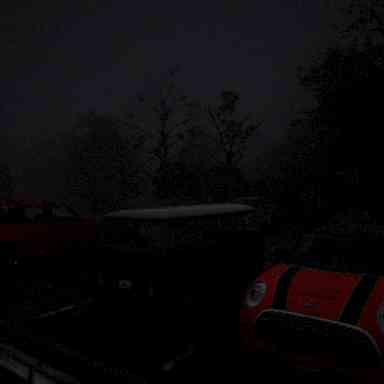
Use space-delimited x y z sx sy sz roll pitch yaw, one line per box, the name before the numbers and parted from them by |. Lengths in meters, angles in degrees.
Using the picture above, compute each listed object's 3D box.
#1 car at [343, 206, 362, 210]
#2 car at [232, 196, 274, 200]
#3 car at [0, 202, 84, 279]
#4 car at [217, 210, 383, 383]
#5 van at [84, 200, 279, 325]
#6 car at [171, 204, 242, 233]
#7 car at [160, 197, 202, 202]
car | 8.158 1.494 16.756 1.946 1.575 5.366 -1 0 35
car | 3.355 1.300 19.869 2.435 2.045 5.566 -1 -1 35
car | -4.995 1.319 10.803 2.435 2.045 5.566 -1 -1 35
car | 2.563 1.355 5.505 2.185 1.767 4.553 0 0 35
van | 0.126 1.278 7.321 1.878 1.987 4.442 -1 0 35
car | 1.079 1.595 21.480 2.231 1.521 4.892 -1 -1 35
car | -1.128 1.386 22.988 2.435 2.045 5.566 -1 -1 35
